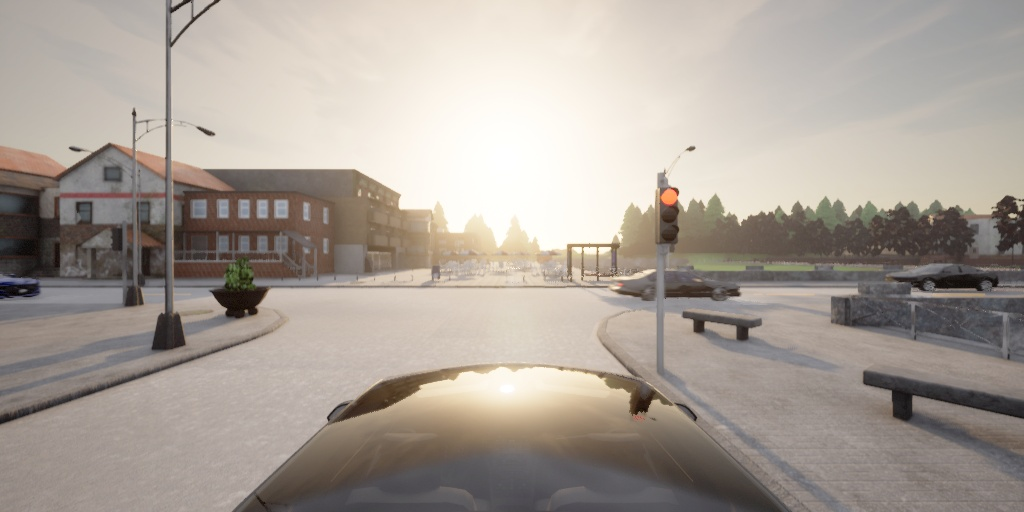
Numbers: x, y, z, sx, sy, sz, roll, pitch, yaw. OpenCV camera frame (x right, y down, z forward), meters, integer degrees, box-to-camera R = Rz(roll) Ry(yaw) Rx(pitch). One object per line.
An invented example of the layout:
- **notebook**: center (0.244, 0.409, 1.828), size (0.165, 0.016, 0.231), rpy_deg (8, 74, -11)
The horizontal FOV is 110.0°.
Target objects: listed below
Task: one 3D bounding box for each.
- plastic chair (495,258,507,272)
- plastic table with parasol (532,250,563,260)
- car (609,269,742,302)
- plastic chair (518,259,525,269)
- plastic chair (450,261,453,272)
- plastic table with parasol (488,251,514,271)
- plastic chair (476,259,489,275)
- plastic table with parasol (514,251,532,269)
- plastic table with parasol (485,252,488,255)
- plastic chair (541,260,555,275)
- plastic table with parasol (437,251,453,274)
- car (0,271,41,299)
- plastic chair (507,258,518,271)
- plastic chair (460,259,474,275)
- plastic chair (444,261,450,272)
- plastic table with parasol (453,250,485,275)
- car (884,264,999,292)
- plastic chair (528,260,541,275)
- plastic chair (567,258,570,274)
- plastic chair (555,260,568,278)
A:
- **plastic chair**: center (-1.292, 1.199, 41.799), size (0.750, 1.272, 0.730), rpy_deg (0, 0, 0)
- **plastic table with parasol**: center (3.553, 0.608, 35.273), size (2.482, 2.480, 2.482), rpy_deg (0, 0, 0)
- **car**: center (7.166, 1.282, 16.102), size (5.357, 1.411, 2.033), rpy_deg (0, 0, 0)
- **plastic chair**: center (1.005, 1.184, 49.433), size (0.750, 1.272, 0.730), rpy_deg (0, 0, -1)
- **plastic chair**: center (-5.587, 1.211, 36.095), size (0.730, 1.272, 0.750), rpy_deg (0, 0, 0)
- **plastic table with parasol**: center (-1.243, 0.593, 42.999), size (2.482, 2.480, 2.482), rpy_deg (0, 0, 0)
- **plastic chair**: center (-2.987, 1.211, 35.897), size (0.730, 1.272, 0.750), rpy_deg (0, 0, 0)
- **plastic table with parasol**: center (1.120, 0.578, 50.611), size (2.482, 2.480, 2.482), rpy_deg (0, 0, 0)
- **plastic table with parasol**: center (-4.666, 0.564, 57.526), size (2.482, 2.480, 2.482), rpy_deg (0, 0, 0)
- **plastic chair**: center (3.414, 1.215, 34.003), size (0.750, 1.272, 0.730), rpy_deg (0, 0, 0)
- **plastic table with parasol**: center (-7.163, 0.594, 42.604), size (2.482, 2.480, 2.482), rpy_deg (0, 0, 0)
- **car**: center (-24.399, 1.248, 16.077), size (5.008, 1.535, 1.882), rpy_deg (1, 0, 0)
- **plastic chair**: center (0.107, 1.197, 42.900), size (0.730, 1.272, 0.750), rpy_deg (0, 0, 0)
- **plastic chair**: center (-4.386, 1.213, 34.796), size (0.750, 1.272, 0.730), rpy_deg (0, 0, 0)
- **plastic chair**: center (-7.088, 1.200, 41.426), size (0.750, 1.272, 0.730), rpy_deg (0, 0, -1)
- **plastic table with parasol**: center (-4.267, 0.607, 36.016), size (2.482, 2.480, 2.482), rpy_deg (0, 0, 0)
- **car**: center (24.079, 1.191, 20.223), size (5.008, 1.535, 1.882), rpy_deg (0, 0, 0)
- **plastic chair**: center (2.213, 1.212, 35.302), size (0.730, 1.272, 0.750), rpy_deg (0, 0, 0)
- **plastic chair**: center (6.306, 1.195, 43.805), size (0.730, 1.272, 0.750), rpy_deg (0, 0, 0)
- **plastic chair**: center (4.813, 1.213, 35.104), size (0.730, 1.272, 0.750), rpy_deg (0, 0, 0)
